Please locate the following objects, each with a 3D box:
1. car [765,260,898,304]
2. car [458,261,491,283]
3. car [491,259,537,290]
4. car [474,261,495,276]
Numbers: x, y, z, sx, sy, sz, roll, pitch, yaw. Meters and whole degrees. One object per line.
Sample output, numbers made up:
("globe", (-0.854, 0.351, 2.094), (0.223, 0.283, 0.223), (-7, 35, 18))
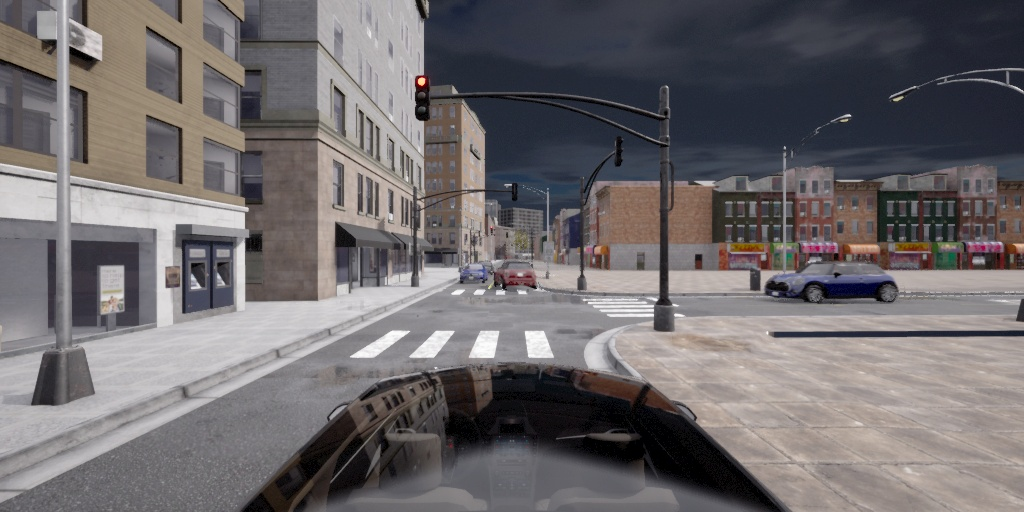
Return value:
("car", (13.698, 1.043, 15.596), (4.553, 1.767, 2.097), (0, 0, 0))
("car", (-2.872, 1.279, 27.775), (1.812, 1.442, 4.674), (0, 0, 0))
("car", (0.141, 1.104, 22.729), (2.097, 1.767, 4.553), (0, 0, -10))
("car", (-2.884, 1.262, 38.023), (1.837, 1.490, 4.892), (0, 0, 0))
